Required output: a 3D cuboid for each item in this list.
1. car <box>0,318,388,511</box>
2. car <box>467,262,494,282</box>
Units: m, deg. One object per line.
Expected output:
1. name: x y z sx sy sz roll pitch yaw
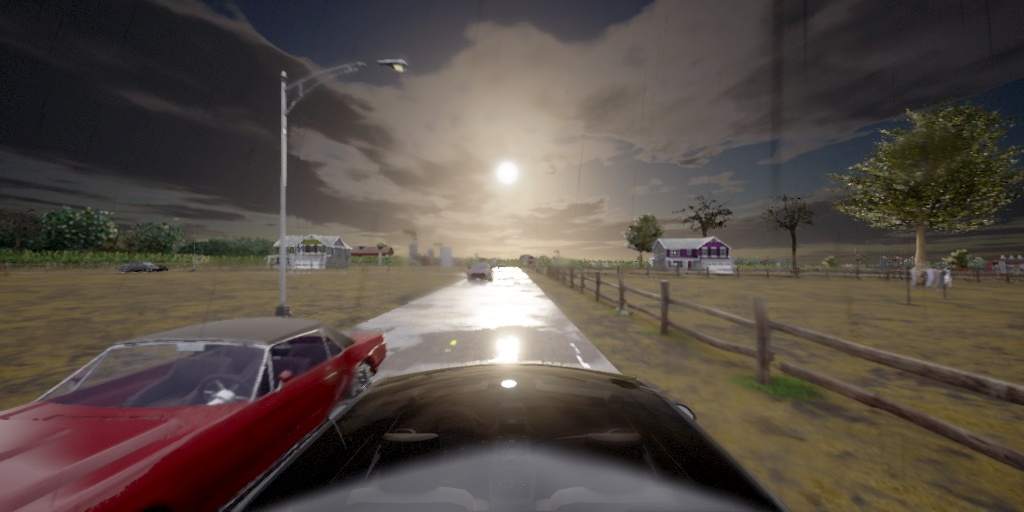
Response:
1. car: -2.849 1.363 3.308 1.895 1.301 4.718 0 0 0
2. car: -2.799 1.389 32.368 2.097 1.767 4.553 0 -1 0
